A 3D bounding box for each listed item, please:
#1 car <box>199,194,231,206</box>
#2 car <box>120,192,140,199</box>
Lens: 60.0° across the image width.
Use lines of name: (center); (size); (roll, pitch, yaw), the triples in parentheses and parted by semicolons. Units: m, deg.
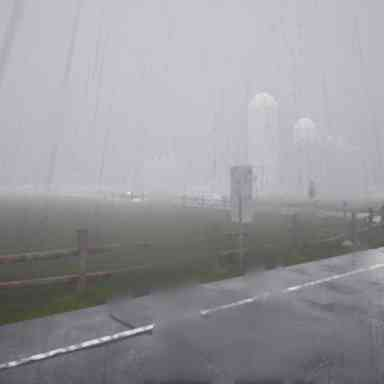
car: (2.694, 0.995, 40.672); (1.812, 1.442, 4.674); (-1, 2, -36)
car: (-11.270, 0.633, 60.133); (2.033, 1.411, 5.357); (-1, 1, -35)
